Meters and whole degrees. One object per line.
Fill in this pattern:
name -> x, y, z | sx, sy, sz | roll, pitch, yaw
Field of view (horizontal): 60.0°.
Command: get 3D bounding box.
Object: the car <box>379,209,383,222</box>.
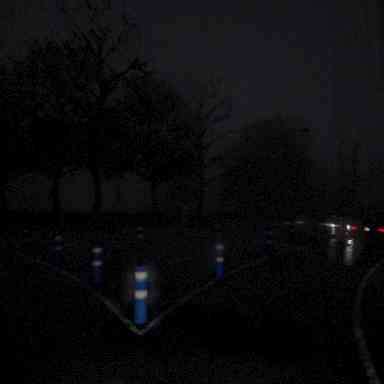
car -> 24.566, 2.869, 39.921 | 5.357, 1.411, 2.033 | 3, -2, -42

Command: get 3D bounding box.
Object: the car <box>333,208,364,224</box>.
car -> 15.024, 2.247, 31.267 | 4.892, 1.490, 1.837 | 3, -2, -42

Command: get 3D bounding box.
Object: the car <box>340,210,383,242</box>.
car -> 9.932, 1.844, 16.997 | 5.357, 1.411, 2.033 | 2, -2, -42
